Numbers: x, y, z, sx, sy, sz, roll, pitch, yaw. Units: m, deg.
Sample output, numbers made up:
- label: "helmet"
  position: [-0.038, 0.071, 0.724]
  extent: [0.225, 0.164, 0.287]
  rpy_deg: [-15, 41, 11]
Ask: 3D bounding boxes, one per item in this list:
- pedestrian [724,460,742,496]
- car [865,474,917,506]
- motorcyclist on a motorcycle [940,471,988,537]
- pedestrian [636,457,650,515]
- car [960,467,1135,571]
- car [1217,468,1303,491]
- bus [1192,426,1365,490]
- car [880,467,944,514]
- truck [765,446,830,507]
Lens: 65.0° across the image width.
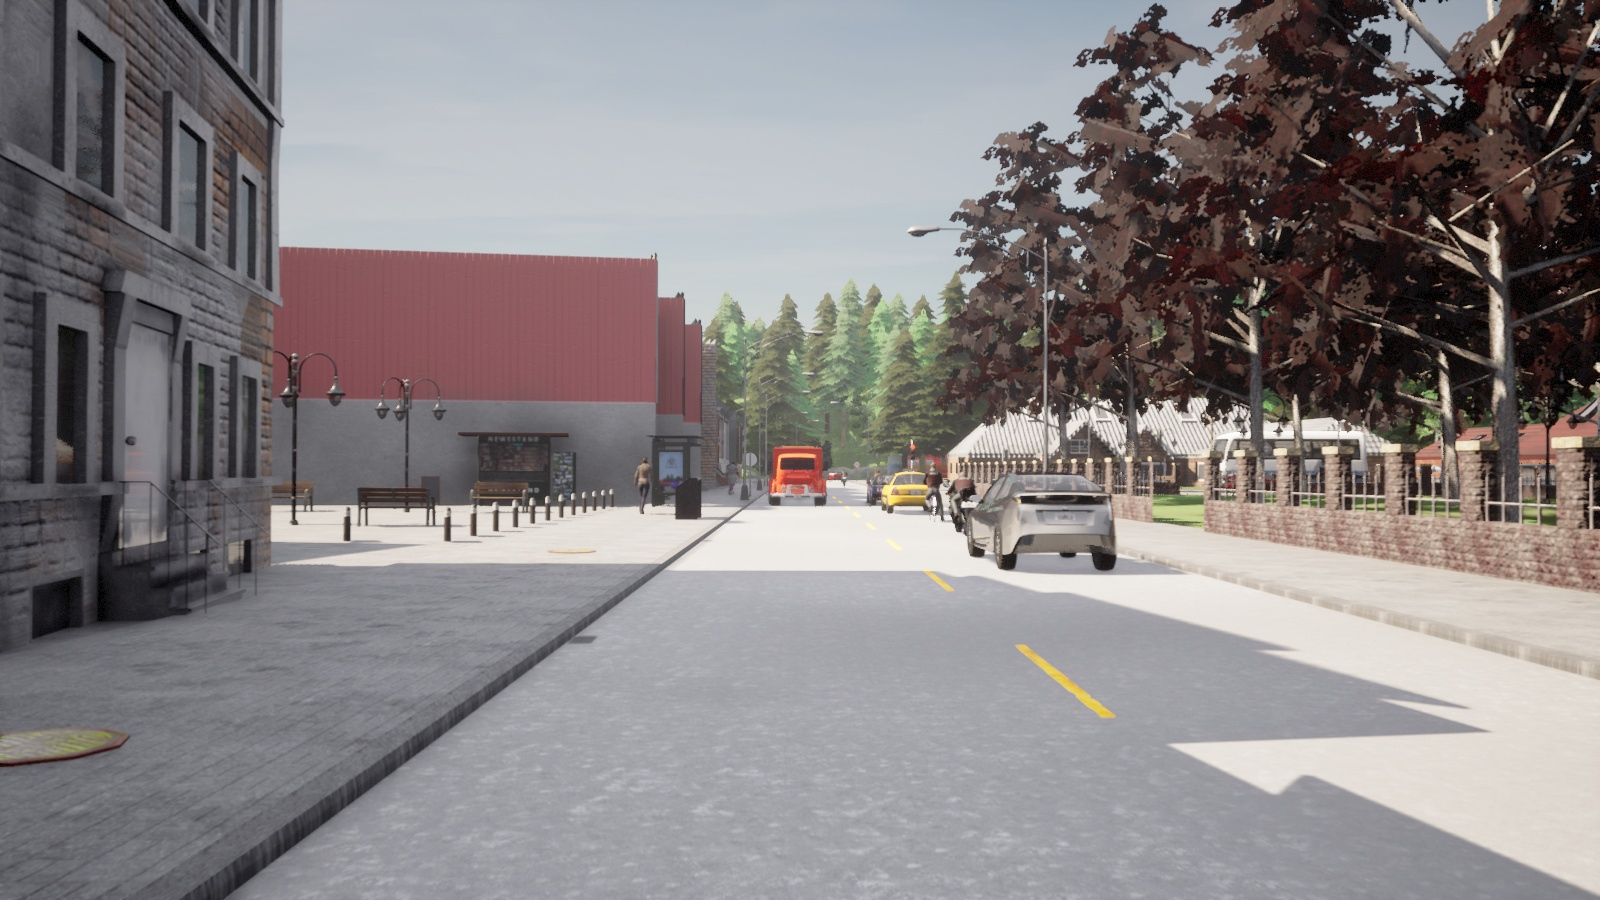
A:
- label: "pedestrian"
  position: [-3.690, 1.548, 68.940]
  extent: [0.659, 1.952, 0.873]
  rpy_deg: [-1, -1, 26]
- label: "car"
  position: [3.908, 1.701, 54.384]
  extent: [1.895, 1.301, 4.718]
  rpy_deg: [0, -1, 0]
- label: "motorcyclist on a motorcycle"
  position: [3.934, 1.278, 30.261]
  extent: [0.866, 1.530, 2.191]
  rpy_deg: [0, -1, 0]
- label: "pedestrian"
  position: [-4.889, 1.121, 39.208]
  extent: [0.328, 1.805, 0.869]
  rpy_deg: [0, -1, 0]
- label: "car"
  position: [3.948, 1.051, 20.836]
  extent: [2.007, 1.525, 4.514]
  rpy_deg: [0, -1, 0]
- label: "car"
  position: [29.849, 1.898, 81.547]
  extent: [4.792, 1.488, 2.163]
  rpy_deg: [0, -1, -2]
- label: "bus"
  position: [32.533, 0.573, 85.695]
  extent: [10.273, 4.253, 3.944]
  rpy_deg: [0, -1, 1]
- label: "car"
  position: [3.917, 1.397, 44.760]
  extent: [1.801, 1.575, 5.366]
  rpy_deg: [0, -1, 0]
- label: "truck"
  position: [-0.095, 1.117, 53.508]
  extent: [2.627, 2.467, 5.204]
  rpy_deg: [0, -1, 0]
